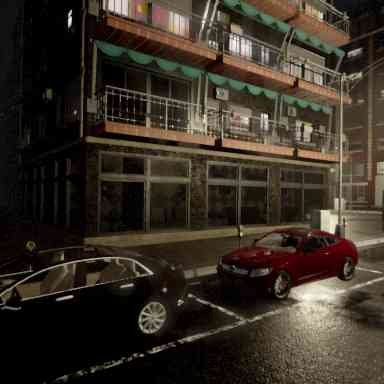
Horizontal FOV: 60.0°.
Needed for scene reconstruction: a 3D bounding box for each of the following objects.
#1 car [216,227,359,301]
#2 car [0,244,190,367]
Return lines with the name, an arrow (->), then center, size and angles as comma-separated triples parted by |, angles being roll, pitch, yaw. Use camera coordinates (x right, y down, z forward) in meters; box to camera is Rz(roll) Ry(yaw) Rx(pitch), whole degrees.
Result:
car -> 2.536, 1.584, 8.324 | 4.206, 1.307, 1.802 | 0, 1, -36
car -> -2.087, 1.551, 5.014 | 4.403, 1.369, 2.008 | 0, 1, -36
